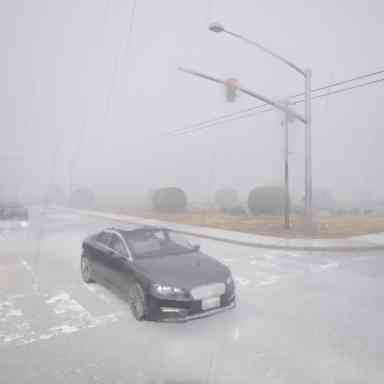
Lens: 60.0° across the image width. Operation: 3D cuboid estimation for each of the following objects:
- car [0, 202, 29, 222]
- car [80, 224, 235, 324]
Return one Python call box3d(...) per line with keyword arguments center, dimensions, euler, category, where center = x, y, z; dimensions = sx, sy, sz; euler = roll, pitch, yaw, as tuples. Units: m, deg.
box3d(center=(-14.657, 1.555, 27.126), dimensions=(2.033, 1.411, 5.357), euler=(0, 0, -35), category="car")
box3d(center=(-1.073, 1.546, 7.514), dimensions=(2.128, 1.511, 4.902), euler=(0, 1, -35), category="car")
